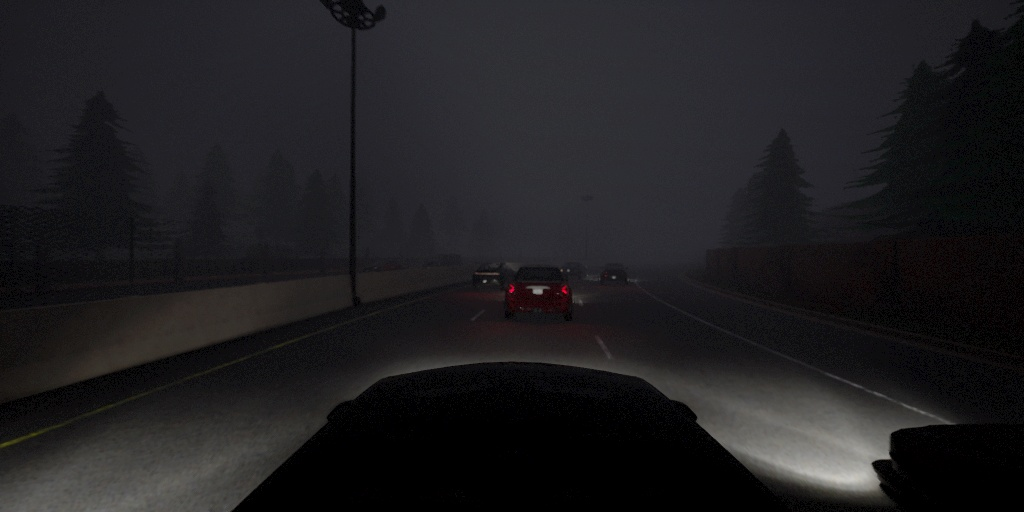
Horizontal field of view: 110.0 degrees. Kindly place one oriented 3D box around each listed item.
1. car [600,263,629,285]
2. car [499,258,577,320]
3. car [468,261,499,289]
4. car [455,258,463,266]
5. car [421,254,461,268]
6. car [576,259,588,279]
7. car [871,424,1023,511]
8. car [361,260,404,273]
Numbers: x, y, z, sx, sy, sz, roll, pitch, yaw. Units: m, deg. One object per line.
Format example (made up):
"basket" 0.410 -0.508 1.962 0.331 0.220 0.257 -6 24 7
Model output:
"car" 7.365 1.223 25.854 1.812 1.442 4.674 0 0 16
"car" 1.015 1.063 12.724 2.097 1.767 4.553 0 0 7
"car" -0.941 1.155 21.613 2.128 1.511 4.902 0 0 12
"car" -3.636 1.182 37.487 1.895 1.301 4.718 0 0 22
"car" -7.238 0.779 37.836 2.150 2.045 5.566 0 0 21
"car" 5.359 1.211 31.137 2.033 1.411 5.357 0 0 19
"car" 3.613 1.327 0.140 2.033 1.411 5.357 0 0 0
"car" -12.192 1.067 34.144 1.812 1.442 4.674 0 0 18
